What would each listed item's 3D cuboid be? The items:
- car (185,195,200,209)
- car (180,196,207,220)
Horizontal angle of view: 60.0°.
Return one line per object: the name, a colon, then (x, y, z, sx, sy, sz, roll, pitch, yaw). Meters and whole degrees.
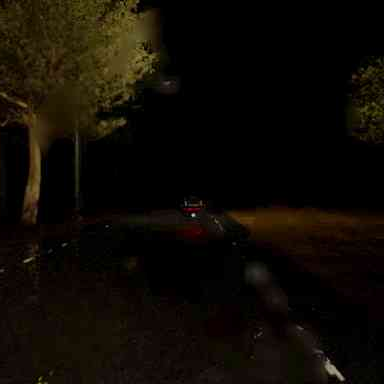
car: (0.094, 1.254, 43.014, 1.882, 1.535, 5.008, 0, 0, 0)
car: (0.104, 1.362, 26.138, 1.837, 1.490, 4.892, 0, 1, 0)
